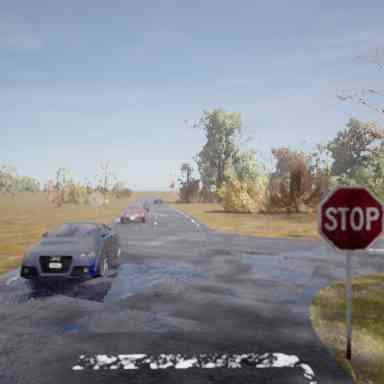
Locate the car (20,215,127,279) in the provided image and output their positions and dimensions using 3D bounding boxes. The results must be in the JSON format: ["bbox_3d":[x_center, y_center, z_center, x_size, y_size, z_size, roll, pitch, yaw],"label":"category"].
[{"bbox_3d":[-3.393,1.604,10.048,1.994,1.385,4.181,0,0,-3],"label":"car"}]

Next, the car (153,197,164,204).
[{"bbox_3d":[-6.976,1.784,69.201,1.812,1.442,4.674,0,0,-8],"label":"car"}]

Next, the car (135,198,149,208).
[{"bbox_3d":[-7.869,1.690,52.688,2.128,1.511,4.902,0,0,-8],"label":"car"}]

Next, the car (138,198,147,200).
[{"bbox_3d":[-6.087,1.714,39.639,1.994,1.385,4.181,0,0,-8],"label":"car"}]

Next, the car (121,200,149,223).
[{"bbox_3d":[-4.514,1.627,26.244,1.812,1.442,4.674,0,0,-6],"label":"car"}]
